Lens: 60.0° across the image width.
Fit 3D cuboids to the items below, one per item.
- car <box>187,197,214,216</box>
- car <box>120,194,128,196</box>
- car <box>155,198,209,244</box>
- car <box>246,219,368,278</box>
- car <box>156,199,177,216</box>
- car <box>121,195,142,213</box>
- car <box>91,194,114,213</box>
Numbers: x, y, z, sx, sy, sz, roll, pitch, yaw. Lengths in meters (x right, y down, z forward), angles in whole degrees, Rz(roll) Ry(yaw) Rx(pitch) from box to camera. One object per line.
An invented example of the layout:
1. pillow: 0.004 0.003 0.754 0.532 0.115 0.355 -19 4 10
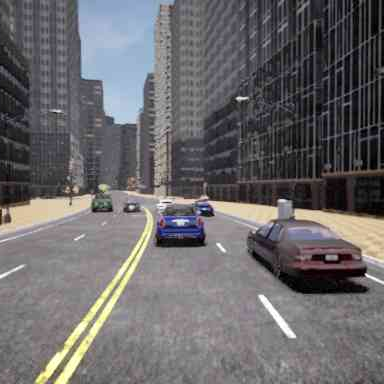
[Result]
1. car: 0.825 1.524 32.354 1.994 1.385 4.181 0 0 -8
2. car: -15.679 1.125 77.935 2.097 1.767 4.553 0 0 -13
3. car: -0.617 1.344 15.988 2.097 1.767 4.553 0 0 -4
4. car: 3.043 1.535 10.057 2.033 1.411 5.357 0 0 -3
5. car: -2.650 1.497 33.641 1.812 1.442 4.674 0 0 -9
6. car: -6.709 1.474 37.157 2.128 1.511 4.902 0 0 -10
7. car: -10.132 1.221 37.924 2.150 2.045 5.566 0 0 -10
